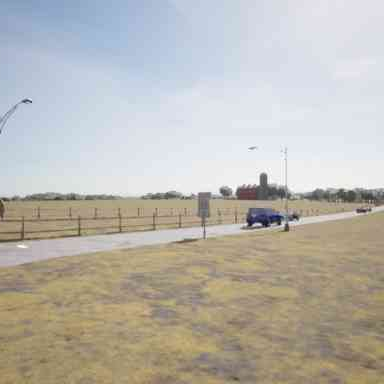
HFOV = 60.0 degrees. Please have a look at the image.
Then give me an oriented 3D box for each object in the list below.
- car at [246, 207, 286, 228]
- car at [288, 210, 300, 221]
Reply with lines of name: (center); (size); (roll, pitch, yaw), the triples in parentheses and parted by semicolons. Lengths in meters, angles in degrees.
car: (7.680, 2.601, 35.007); (2.150, 2.045, 5.566); (-2, -3, 35)
car: (14.560, 3.503, 49.558); (2.128, 1.511, 4.902); (-2, -3, 35)
